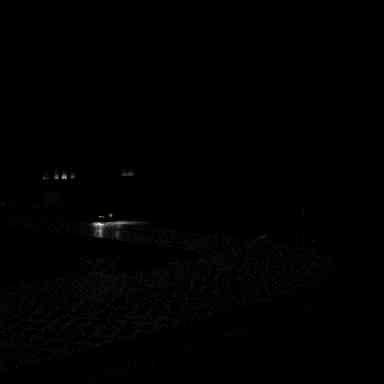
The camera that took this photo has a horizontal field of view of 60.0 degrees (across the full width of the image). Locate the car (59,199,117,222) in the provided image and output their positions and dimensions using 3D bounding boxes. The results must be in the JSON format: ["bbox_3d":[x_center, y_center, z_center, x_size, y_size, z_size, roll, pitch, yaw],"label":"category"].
[{"bbox_3d":[-7.392,1.266,23.515,4.892,1.490,1.837,1,1,34],"label":"car"}]
